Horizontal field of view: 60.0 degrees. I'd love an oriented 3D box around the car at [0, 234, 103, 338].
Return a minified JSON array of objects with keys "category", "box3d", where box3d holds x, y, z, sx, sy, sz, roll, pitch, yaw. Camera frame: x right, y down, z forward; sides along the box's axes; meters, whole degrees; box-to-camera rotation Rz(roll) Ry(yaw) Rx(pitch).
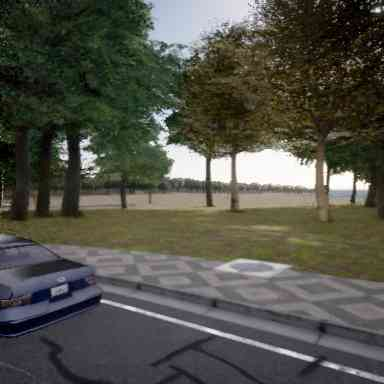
[{"category":"car","box3d":[-4.150,1.539,6.386,5.357,1.411,2.033,0,0,32]}]
